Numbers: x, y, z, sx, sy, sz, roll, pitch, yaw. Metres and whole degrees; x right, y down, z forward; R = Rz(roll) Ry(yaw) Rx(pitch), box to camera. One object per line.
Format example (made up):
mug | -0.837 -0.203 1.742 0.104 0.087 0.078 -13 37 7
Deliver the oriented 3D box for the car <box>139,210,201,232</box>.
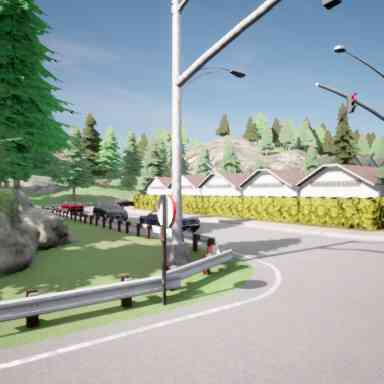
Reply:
car | -1.462 1.790 20.788 1.895 1.301 4.718 0 0 -35

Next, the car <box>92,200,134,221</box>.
car | -7.177 1.694 28.956 1.837 1.490 4.892 0 0 -35

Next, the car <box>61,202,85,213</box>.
car | -13.941 1.788 38.788 1.895 1.301 4.718 0 0 -31
